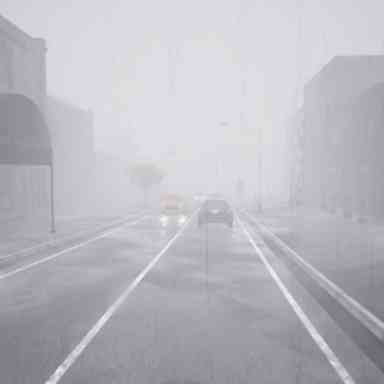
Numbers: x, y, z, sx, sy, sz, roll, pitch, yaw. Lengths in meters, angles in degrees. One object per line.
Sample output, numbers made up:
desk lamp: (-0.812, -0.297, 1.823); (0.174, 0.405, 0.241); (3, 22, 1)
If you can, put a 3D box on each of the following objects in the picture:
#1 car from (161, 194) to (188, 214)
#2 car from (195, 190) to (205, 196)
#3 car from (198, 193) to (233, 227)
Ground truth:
car: (-1.519, 1.024, 30.223); (2.097, 1.767, 4.553); (1, 1, 4)
car: (1.737, 0.184, 71.153); (1.895, 1.301, 4.718); (1, 2, 4)
car: (1.545, 1.187, 21.766); (2.097, 1.767, 4.553); (1, 1, 4)
